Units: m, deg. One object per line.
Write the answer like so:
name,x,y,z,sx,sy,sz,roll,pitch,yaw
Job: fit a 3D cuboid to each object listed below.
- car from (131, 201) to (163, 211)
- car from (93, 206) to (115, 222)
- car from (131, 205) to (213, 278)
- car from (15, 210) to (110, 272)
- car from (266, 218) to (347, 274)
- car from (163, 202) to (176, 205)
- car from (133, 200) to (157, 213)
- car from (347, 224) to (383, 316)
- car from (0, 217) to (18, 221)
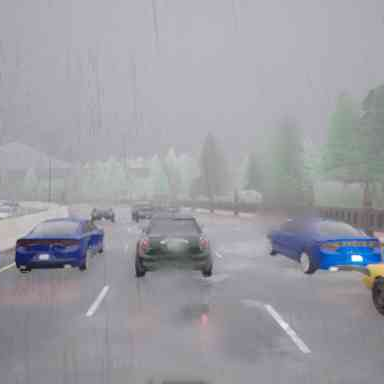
car,-4.246,1.800,29.167,2.128,1.511,4.902,0,-1,-16
car,-7.916,1.923,29.411,1.895,1.301,4.718,0,-1,-16
car,-0.658,1.465,10.798,2.097,1.767,4.553,0,-1,-6
car,-4.216,1.606,11.339,1.882,1.535,5.008,0,-1,-6
car,3.985,1.580,11.002,1.882,1.535,5.008,0,-1,-6
car,-2.666,1.863,35.861,2.128,1.511,4.902,0,-1,-19
car,-6.618,1.964,46.001,1.882,1.535,5.008,0,0,-25
car,4.457,1.491,4.628,1.801,1.575,5.366,0,-1,-2
car,-14.192,1.822,25.161,1.812,1.442,4.674,0,-1,-16
